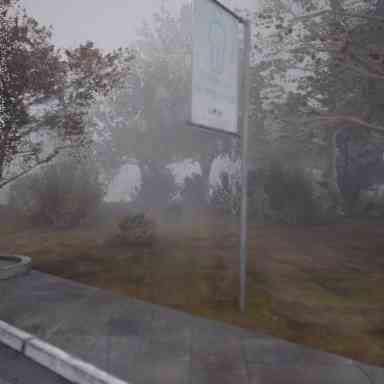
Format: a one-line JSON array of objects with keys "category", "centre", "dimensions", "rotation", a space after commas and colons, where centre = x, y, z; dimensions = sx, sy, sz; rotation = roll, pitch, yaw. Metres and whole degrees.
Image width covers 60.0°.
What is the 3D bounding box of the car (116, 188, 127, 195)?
[{"category": "car", "centre": [-14.271, 0.033, 68.547], "dimensions": [1.837, 1.490, 4.892], "rotation": [2, 1, 32]}]
